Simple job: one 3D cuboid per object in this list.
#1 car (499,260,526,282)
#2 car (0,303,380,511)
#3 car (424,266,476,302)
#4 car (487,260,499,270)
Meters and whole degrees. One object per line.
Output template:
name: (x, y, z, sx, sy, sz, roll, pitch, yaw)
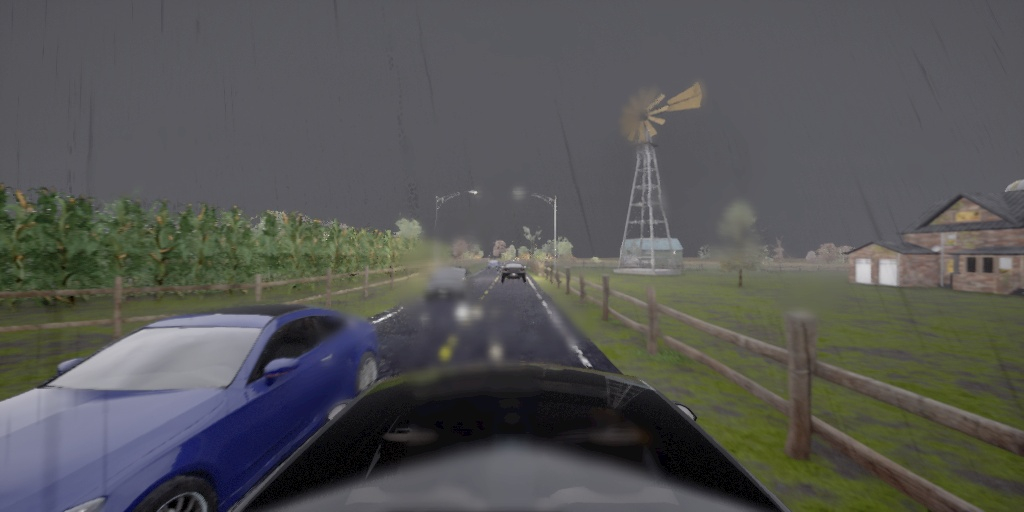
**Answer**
car: (0.133, 1.236, 29.395, 1.882, 1.535, 5.008, 0, 0, 0)
car: (-2.848, 1.274, 3.593, 1.812, 1.442, 4.674, 0, 0, 0)
car: (-2.809, 1.256, 17.098, 1.837, 1.490, 4.892, 0, 0, 0)
car: (-2.818, 1.312, 55.463, 1.812, 1.442, 4.674, 0, 0, 0)
